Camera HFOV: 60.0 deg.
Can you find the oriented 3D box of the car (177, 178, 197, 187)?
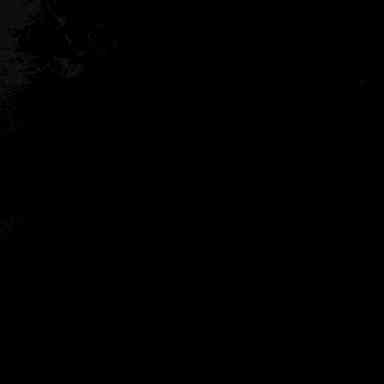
[{"bbox_3d":[-0.793,-1.660,55.930,1.882,1.535,5.008,0,5,24],"label":"car"}]

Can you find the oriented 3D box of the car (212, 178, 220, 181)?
[{"bbox_3d":[5.900,-3.273,71.478,2.097,1.767,4.553,0,5,21],"label":"car"}]
